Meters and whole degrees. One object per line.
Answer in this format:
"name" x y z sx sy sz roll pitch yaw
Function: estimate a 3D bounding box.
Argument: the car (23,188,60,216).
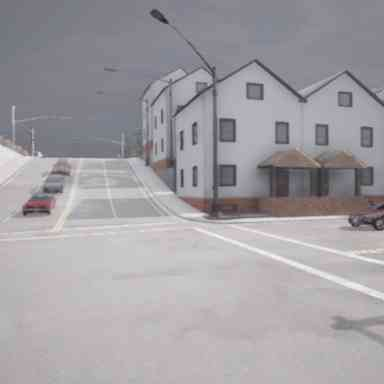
"car" -11.476 0.847 25.285 1.895 1.301 4.718 -1 7 -16

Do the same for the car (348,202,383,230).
"car" 11.065 1.271 18.645 4.674 1.442 1.812 -1 1 -17

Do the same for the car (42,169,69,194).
"car" -14.013 -0.908 33.953 1.837 1.490 4.892 -1 14 -16

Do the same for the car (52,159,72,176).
"car" -16.353 -3.136 41.983 2.097 1.767 4.553 0 14 -16
